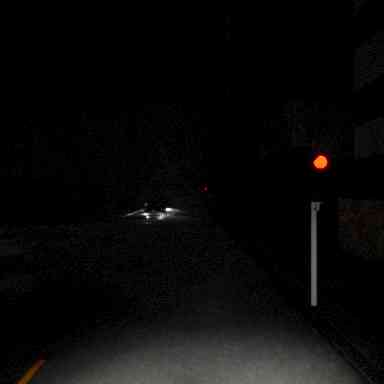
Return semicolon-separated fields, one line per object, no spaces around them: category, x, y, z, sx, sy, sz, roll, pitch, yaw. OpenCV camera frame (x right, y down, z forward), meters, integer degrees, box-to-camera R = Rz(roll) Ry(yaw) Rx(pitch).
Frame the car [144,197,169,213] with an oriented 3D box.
car;-4.107;1.352;37.633;2.097;1.767;4.553;0;0;0

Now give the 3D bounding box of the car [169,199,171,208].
car;-4.085;1.601;48.592;1.895;1.301;4.718;0;0;0
